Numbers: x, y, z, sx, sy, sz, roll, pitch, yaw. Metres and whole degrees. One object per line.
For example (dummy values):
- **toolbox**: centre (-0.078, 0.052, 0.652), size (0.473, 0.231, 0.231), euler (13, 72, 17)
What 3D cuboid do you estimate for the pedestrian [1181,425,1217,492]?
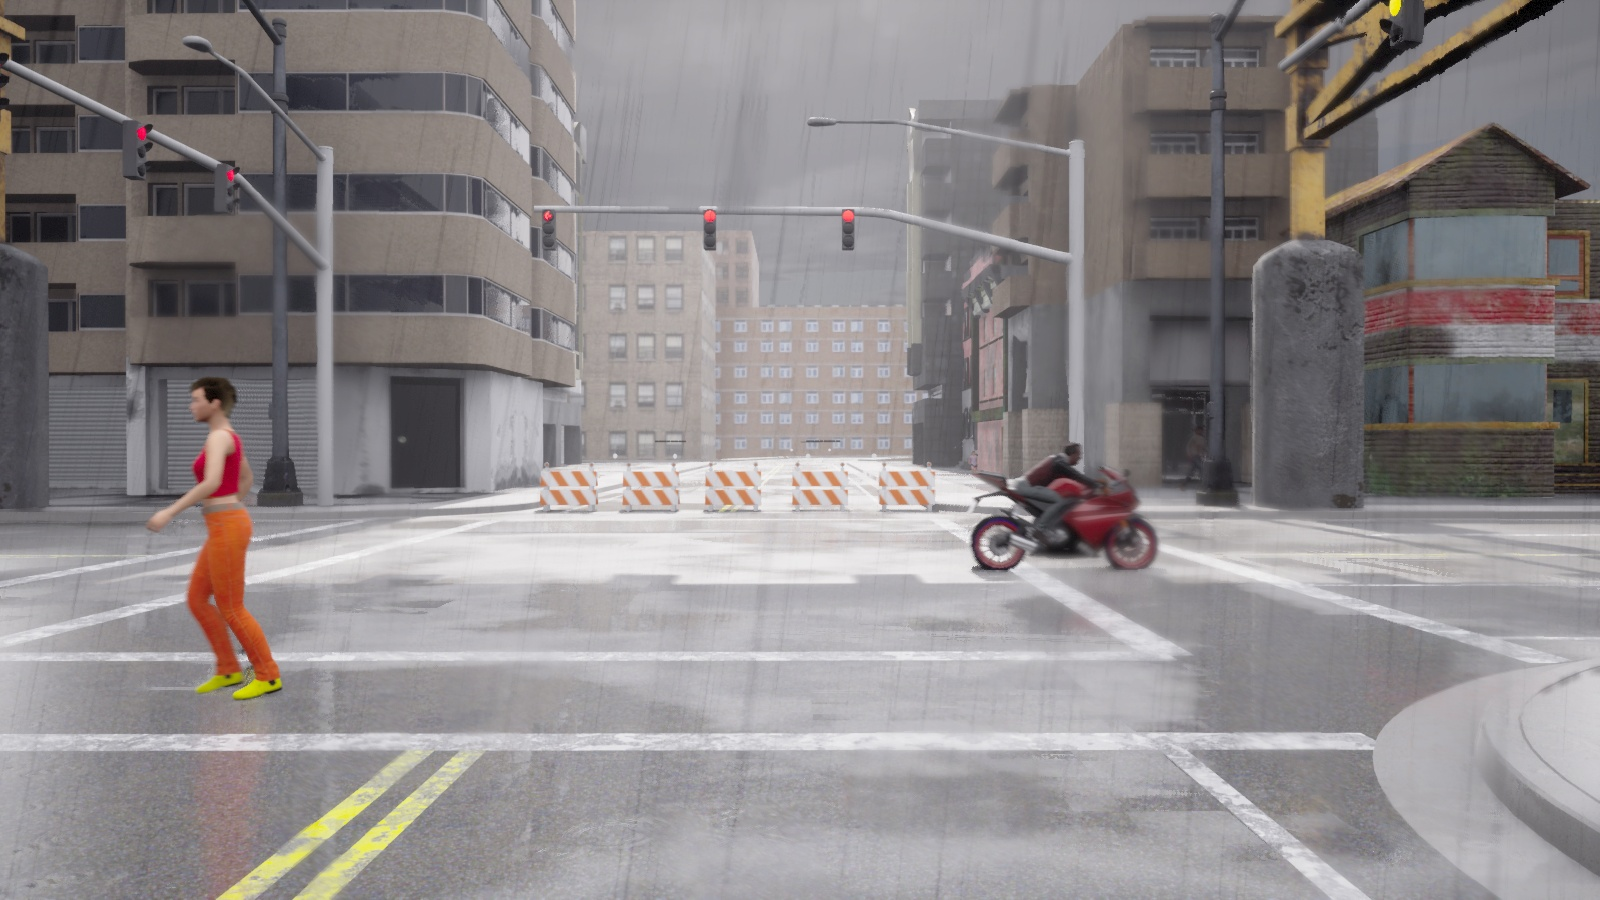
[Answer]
- **pedestrian**: centre (10.880, 0.227, 34.255), size (0.328, 1.805, 0.869), euler (0, 0, -39)

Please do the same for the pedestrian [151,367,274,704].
- **pedestrian**: centre (-3.310, 0.464, 7.105), size (0.594, 1.836, 0.345), euler (0, 0, -19)

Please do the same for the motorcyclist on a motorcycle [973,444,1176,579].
- **motorcyclist on a motorcycle**: centre (3.183, 0.701, 14.738), size (2.191, 1.530, 0.866), euler (0, 0, 0)
